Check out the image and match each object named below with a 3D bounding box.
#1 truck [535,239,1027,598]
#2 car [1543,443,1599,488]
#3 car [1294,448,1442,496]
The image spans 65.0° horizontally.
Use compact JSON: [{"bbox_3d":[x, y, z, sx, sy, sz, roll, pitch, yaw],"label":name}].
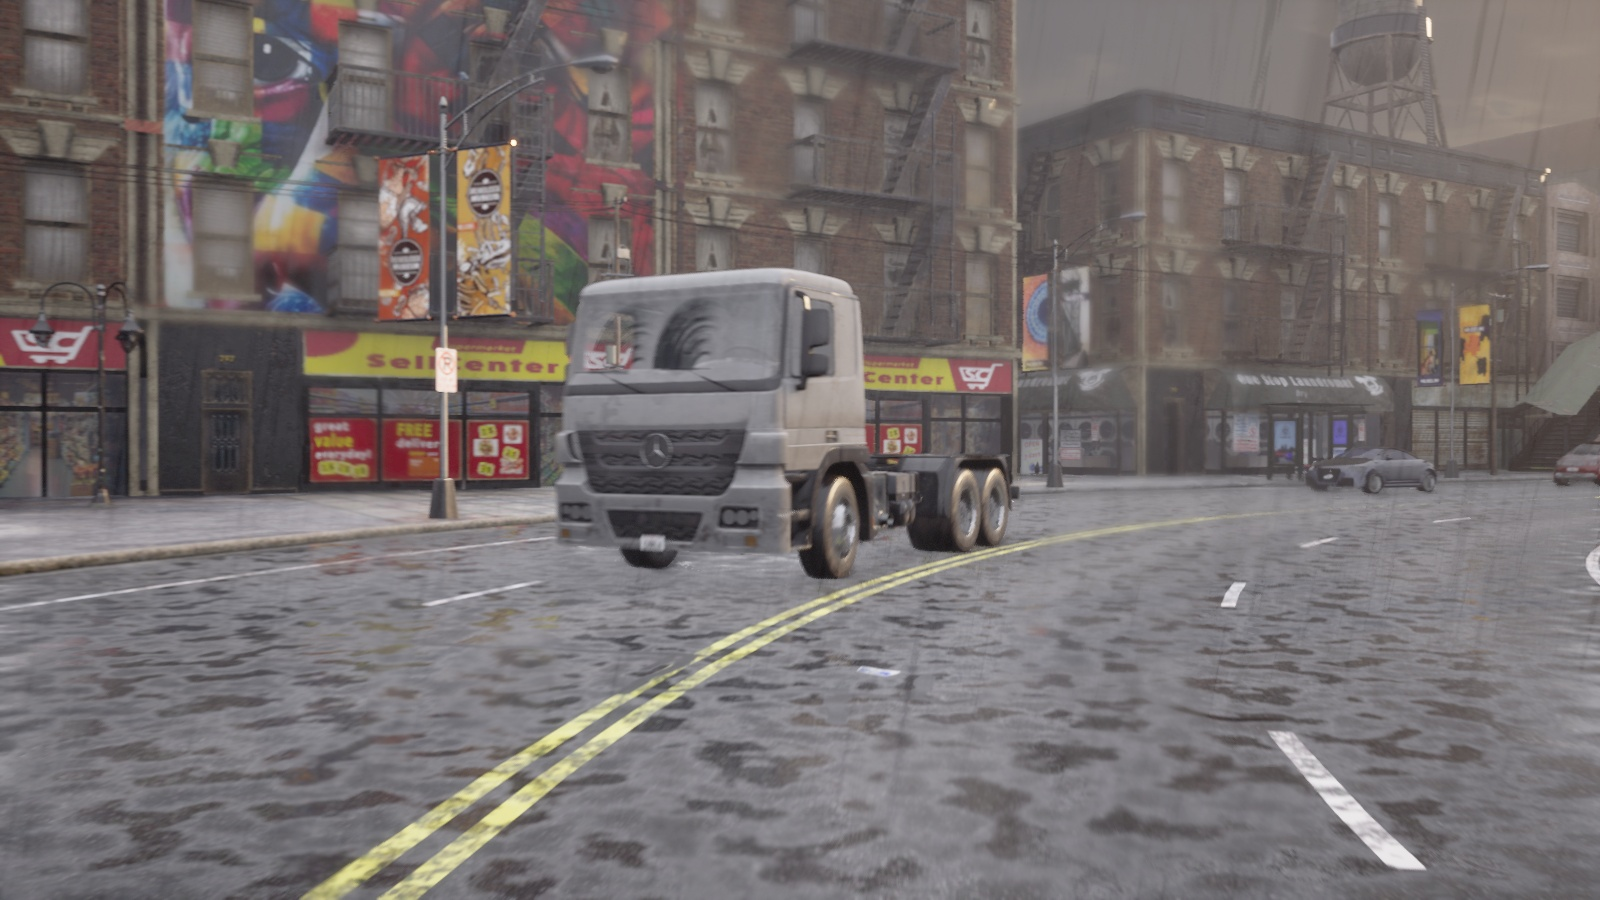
[{"bbox_3d":[0.308,-0.327,16.303,2.891,3.462,7.936,0,0,28],"label":"truck"},{"bbox_3d":[28.210,0.523,44.340,3.705,1.549,1.789,0,0,-30],"label":"car"},{"bbox_3d":[17.143,0.626,37.871,4.181,1.385,1.994,0,0,-30],"label":"car"}]
